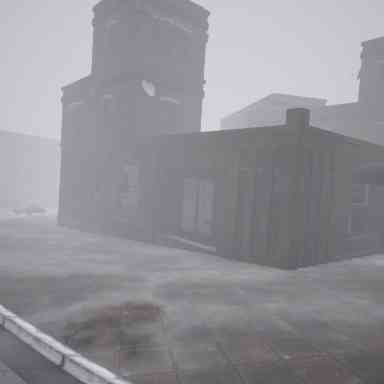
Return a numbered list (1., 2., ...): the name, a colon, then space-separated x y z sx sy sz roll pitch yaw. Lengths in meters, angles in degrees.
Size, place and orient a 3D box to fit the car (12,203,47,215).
1. car: -20.242 2.105 41.609 2.033 1.411 5.357 4 -2 3
